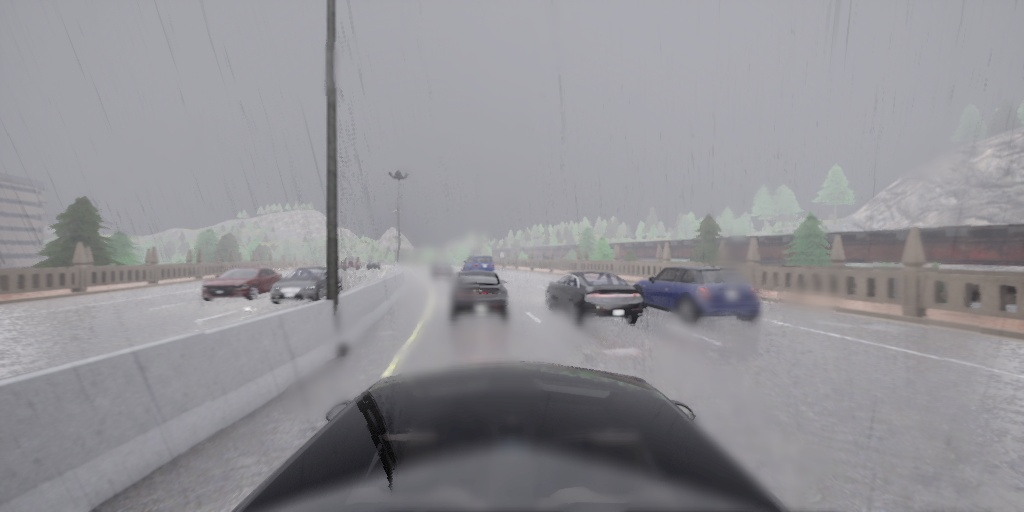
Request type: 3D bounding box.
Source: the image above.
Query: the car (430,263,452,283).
[{"bbox_3d":[-6.398,1.346,32.949,2.033,1.411,5.357,0,0,-18],"label":"car"}]

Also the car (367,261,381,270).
[{"bbox_3d":[-21.144,1.471,55.006,1.895,1.301,4.718,0,0,-18],"label":"car"}]

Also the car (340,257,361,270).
[{"bbox_3d":[-25.659,1.109,57.592,2.150,2.045,5.566,0,0,-18],"label":"car"}]

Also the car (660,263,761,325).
[{"bbox_3d":[5.880,1.104,12.144,2.097,1.767,4.553,0,0,-7],"label":"car"}]

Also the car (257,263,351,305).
[{"bbox_3d":[-9.260,1.279,16.524,2.128,1.511,4.902,0,0,-12],"label":"car"}]

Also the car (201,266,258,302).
[{"bbox_3d":[-13.107,1.278,17.768,1.882,1.535,5.008,0,0,-14],"label":"car"}]

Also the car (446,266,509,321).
[{"bbox_3d":[-1.238,1.269,12.615,1.837,1.490,4.892,0,0,-9],"label":"car"}]

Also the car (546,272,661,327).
[{"bbox_3d":[2.433,1.249,11.638,2.128,1.511,4.902,0,0,-7],"label":"car"}]

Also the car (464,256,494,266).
[{"bbox_3d":[-3.236,1.011,34.498,2.150,2.045,5.566,0,0,-18],"label":"car"}]
